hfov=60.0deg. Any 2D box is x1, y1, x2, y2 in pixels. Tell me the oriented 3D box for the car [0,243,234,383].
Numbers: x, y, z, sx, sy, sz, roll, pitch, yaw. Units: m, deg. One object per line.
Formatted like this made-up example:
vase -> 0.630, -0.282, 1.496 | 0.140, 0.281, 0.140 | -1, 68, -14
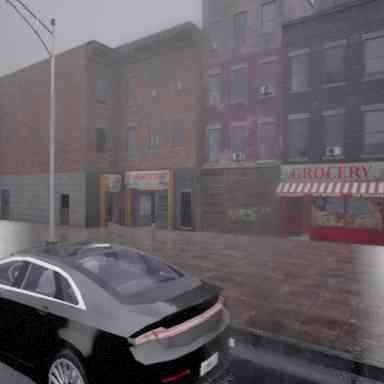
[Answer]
car -> -1.798, 1.488, 4.685 | 4.902, 1.511, 2.128 | 0, 0, 35
